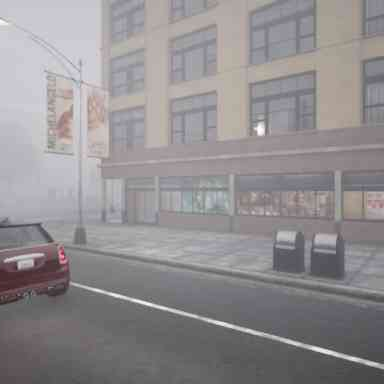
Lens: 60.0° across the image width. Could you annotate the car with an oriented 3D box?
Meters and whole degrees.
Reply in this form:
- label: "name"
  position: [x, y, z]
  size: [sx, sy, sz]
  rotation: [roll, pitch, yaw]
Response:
- label: "car"
  position: [-4.783, 1.347, 7.386]
  size: [4.553, 1.767, 2.097]
  rotation: [0, 0, 36]
